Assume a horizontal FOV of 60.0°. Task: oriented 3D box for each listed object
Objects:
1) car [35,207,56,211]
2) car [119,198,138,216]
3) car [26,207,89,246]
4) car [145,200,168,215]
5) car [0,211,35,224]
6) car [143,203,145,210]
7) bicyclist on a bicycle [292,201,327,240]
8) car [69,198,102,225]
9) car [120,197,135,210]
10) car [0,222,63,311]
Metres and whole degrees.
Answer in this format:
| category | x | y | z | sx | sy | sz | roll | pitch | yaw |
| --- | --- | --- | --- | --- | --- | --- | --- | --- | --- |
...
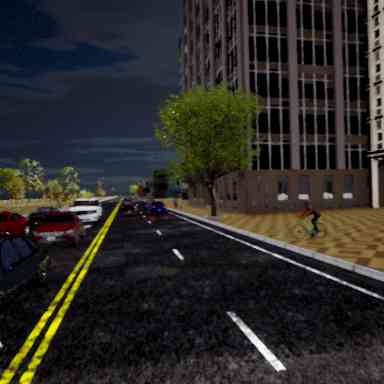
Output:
| category | x | y | z | sx | sy | sz | roll | pitch | yaw |
| --- | --- | --- | --- | --- | --- | --- | --- | --- | --- |
| car | -11.860 | 1.920 | 27.081 | 2.033 | 1.411 | 5.357 | -1 | 0 | -11 |
| car | -6.814 | 1.773 | 35.913 | 2.128 | 1.511 | 4.902 | -1 | 0 | -11 |
| car | -6.403 | 1.733 | 16.355 | 1.812 | 1.442 | 4.674 | -1 | 0 | -11 |
| car | -3.866 | 1.742 | 37.230 | 1.812 | 1.442 | 4.674 | -1 | 0 | -11 |
| car | -9.846 | 1.769 | 16.988 | 1.882 | 1.535 | 5.008 | -1 | 0 | -11 |
| car | -5.906 | 1.845 | 47.415 | 2.033 | 1.411 | 5.357 | -1 | 0 | -11 |
| bicyclist on a bicycle | 5.065 | 1.230 | 14.345 | 1.656 | 1.620 | 0.582 | -2 | 0 | -11 |
| car | -8.509 | 1.514 | 26.850 | 2.150 | 2.045 | 5.566 | -1 | 0 | -11 |
| car | -9.811 | 1.752 | 50.798 | 2.097 | 1.767 | 4.553 | -1 | 0 | -11 |
| car | -4.503 | 1.679 | 7.060 | 2.033 | 1.411 | 5.357 | -1 | 0 | -9 |
